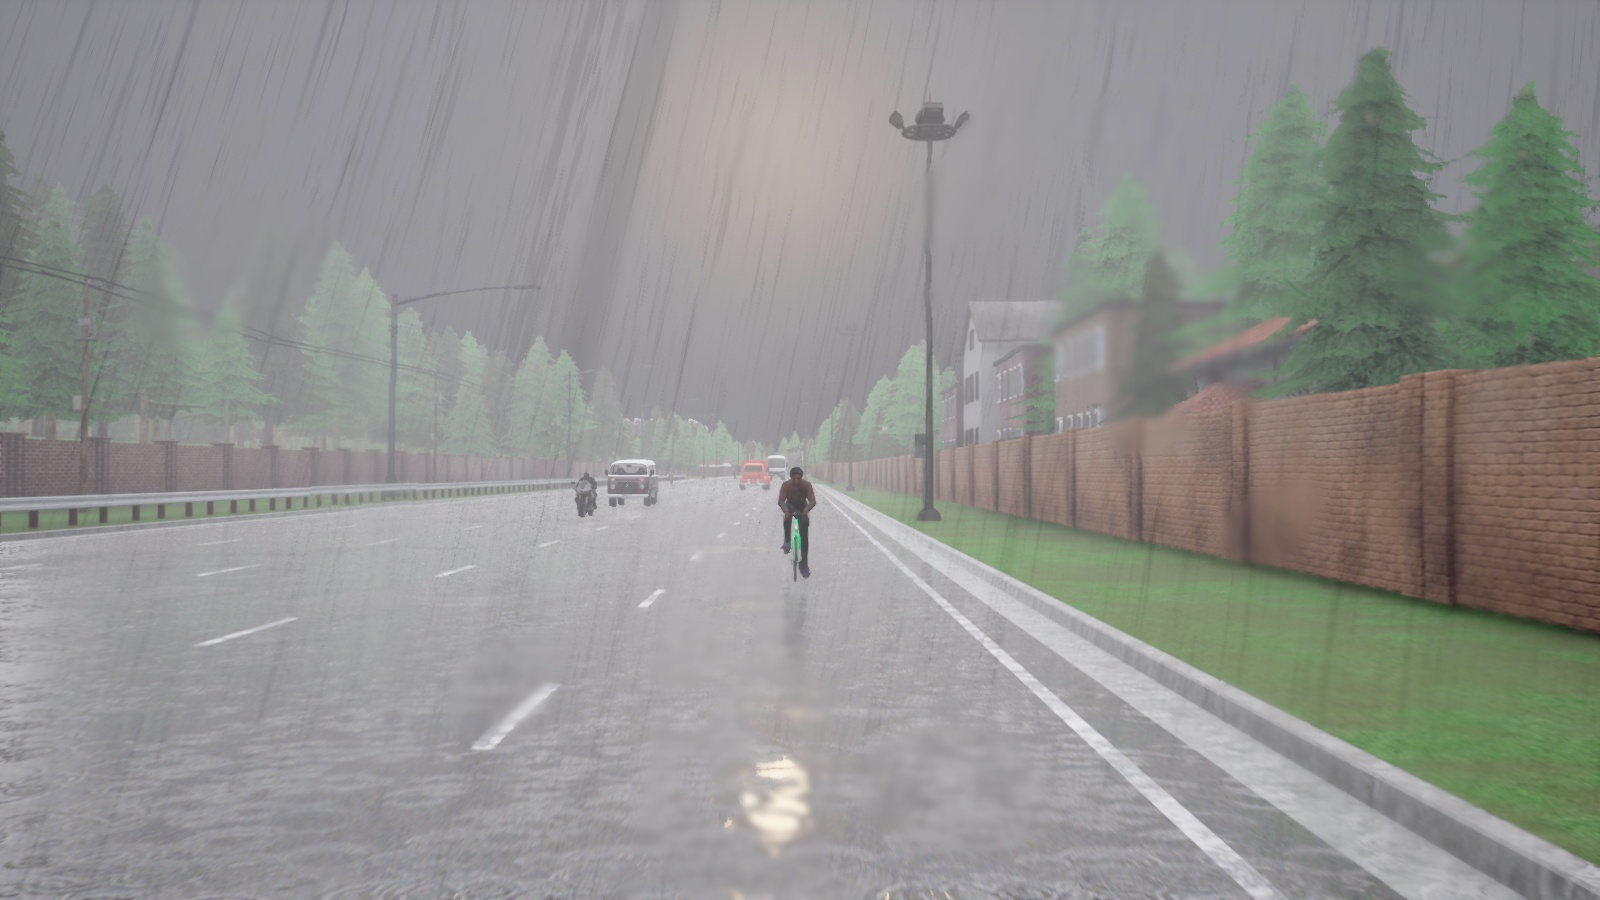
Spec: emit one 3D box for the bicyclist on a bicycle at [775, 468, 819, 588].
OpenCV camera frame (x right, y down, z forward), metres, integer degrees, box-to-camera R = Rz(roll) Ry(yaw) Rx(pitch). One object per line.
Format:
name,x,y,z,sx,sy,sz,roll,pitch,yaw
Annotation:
bicyclist on a bicycle,-0.044,1.065,17.798,0.582,1.620,1.656,0,-1,0

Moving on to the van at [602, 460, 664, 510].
van,-7.133,1.472,54.076,2.069,2.038,4.480,0,-1,0

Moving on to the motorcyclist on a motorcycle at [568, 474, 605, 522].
motorcyclist on a motorcycle,-7.103,1.579,41.864,0.866,1.530,2.191,0,-1,0
